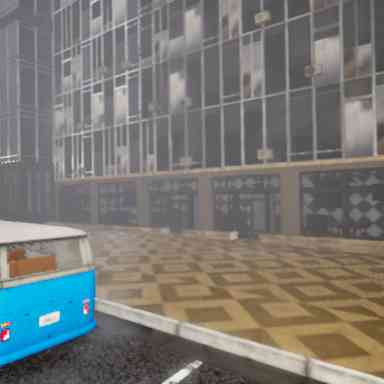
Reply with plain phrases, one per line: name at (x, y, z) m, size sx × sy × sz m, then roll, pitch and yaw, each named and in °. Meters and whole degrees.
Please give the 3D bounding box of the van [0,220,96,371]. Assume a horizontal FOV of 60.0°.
van at (-3.281, 1.347, 5.234) m, size 3.998 × 1.788 × 1.690 m, roll 0°, pitch -1°, yaw 36°
